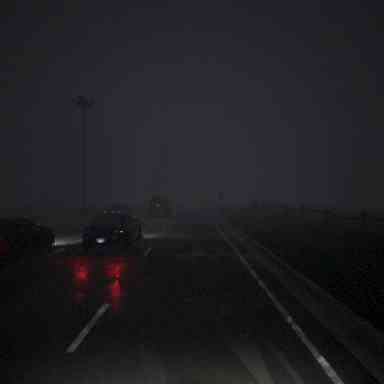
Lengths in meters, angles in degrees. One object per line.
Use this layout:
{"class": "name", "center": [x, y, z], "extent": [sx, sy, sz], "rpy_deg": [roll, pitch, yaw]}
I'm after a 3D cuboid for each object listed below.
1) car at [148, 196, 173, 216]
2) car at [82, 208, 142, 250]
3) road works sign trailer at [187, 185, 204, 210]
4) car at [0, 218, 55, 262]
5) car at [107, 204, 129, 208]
{"class": "car", "center": [-3.360, 1.493, 35.933], "extent": [2.150, 2.045, 5.566], "rpy_deg": [0, 0, 1]}
{"class": "car", "center": [-3.405, 1.637, 14.682], "extent": [1.812, 1.442, 4.674], "rpy_deg": [0, 0, 0]}
{"class": "road works sign trailer", "center": [0.518, 0.832, 48.676], "extent": [2.380, 3.560, 2.880], "rpy_deg": [0, 0, 6]}
{"class": "car", "center": [-6.894, 1.660, 12.615], "extent": [1.994, 1.385, 4.181], "rpy_deg": [0, 0, 0]}
{"class": "car", "center": [-6.883, 1.783, 31.157], "extent": [2.033, 1.411, 5.357], "rpy_deg": [0, 0, 0]}
